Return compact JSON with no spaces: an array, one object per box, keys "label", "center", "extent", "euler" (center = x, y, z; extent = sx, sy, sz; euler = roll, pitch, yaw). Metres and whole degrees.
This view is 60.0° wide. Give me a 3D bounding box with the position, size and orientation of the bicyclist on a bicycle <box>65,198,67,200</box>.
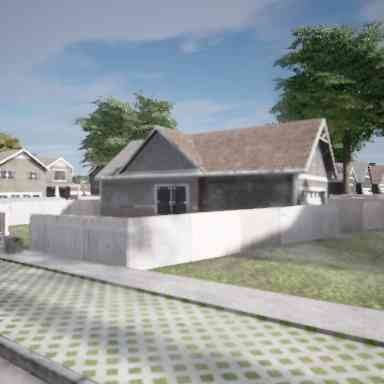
[{"label":"bicyclist on a bicycle","center":[-11.378,1.359,30.348],"extent":[1.656,1.620,0.582],"euler":[0,0,34]}]
